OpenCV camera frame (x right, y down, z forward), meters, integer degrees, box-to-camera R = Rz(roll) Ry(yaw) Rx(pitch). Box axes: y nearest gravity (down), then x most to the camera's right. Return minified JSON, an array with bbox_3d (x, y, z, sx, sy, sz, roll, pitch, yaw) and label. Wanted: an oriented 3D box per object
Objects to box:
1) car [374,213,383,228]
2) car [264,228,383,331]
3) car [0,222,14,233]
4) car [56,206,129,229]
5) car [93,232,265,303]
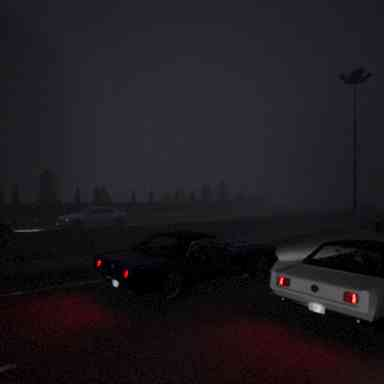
[{"bbox_3d":[13.050,1.826,21.088,1.994,1.385,4.181,0,-1,41],"label":"car"},{"bbox_3d":[3.818,1.685,7.010,4.718,1.301,1.895,1,-1,-40],"label":"car"},{"bbox_3d":[-8.531,1.530,10.956,4.902,1.511,2.128,1,-1,-36],"label":"car"},{"bbox_3d":[-6.328,1.668,21.598,4.674,1.442,1.812,1,-1,-41],"label":"car"},{"bbox_3d":[0.093,1.673,8.471,4.718,1.301,1.895,1,-1,-39],"label":"car"}]
